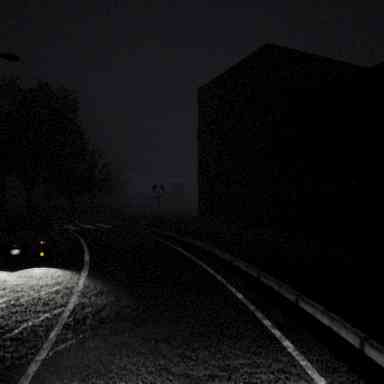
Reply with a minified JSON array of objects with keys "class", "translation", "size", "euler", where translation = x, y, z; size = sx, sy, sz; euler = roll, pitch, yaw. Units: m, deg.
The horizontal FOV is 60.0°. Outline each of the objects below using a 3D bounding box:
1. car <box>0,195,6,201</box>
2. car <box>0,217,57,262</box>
[{"class":"car","translation":[-47.954,1.543,80.872],"size":[2.097,1.535,5.008],"euler":[4,2,26]},{"class":"car","translation":[-5.888,1.594,11.771],"size":[1.994,1.385,4.181],"euler":[0,0,-19]}]
